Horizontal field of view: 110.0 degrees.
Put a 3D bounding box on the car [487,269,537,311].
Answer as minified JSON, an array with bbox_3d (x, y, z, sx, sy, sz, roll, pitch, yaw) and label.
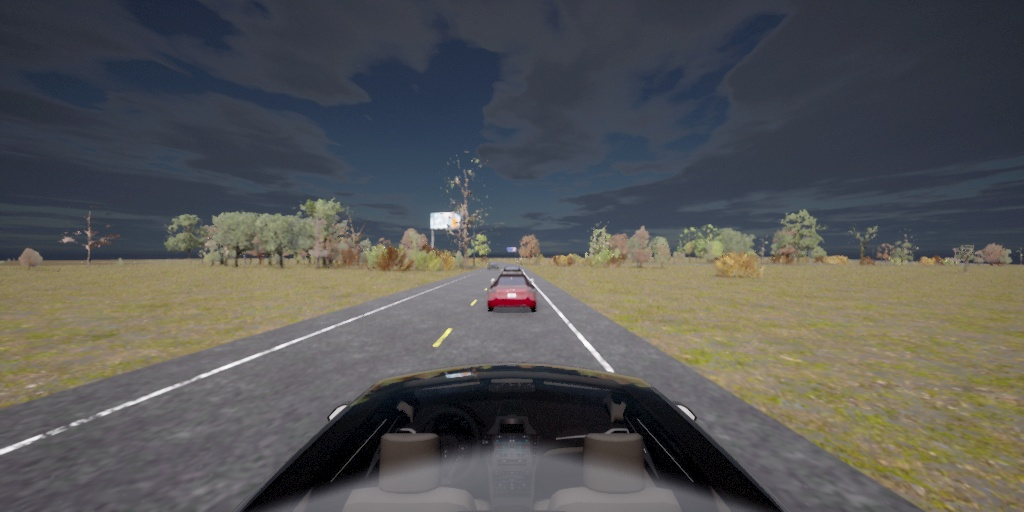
[{"bbox_3d":[0.017,1.443,15.314,1.994,1.385,4.181,0,0,1],"label":"car"}]

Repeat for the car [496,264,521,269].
[{"bbox_3d":[0.018,1.516,30.347,2.128,1.511,4.902,0,0,0],"label":"car"}]
